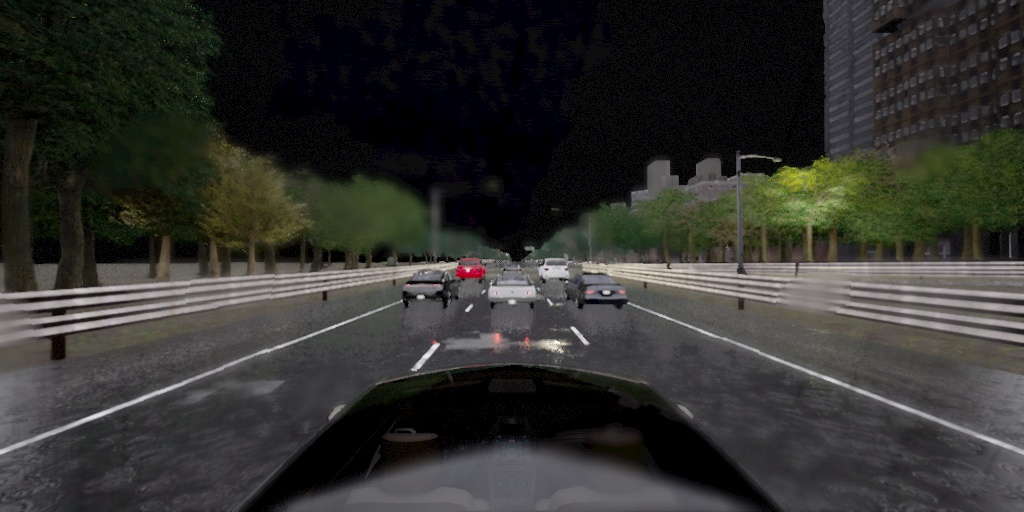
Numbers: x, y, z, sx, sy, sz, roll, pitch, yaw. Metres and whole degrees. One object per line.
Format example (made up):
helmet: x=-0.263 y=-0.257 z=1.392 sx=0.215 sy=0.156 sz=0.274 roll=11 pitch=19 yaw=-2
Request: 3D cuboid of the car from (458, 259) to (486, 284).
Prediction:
car: x=-3.473 y=1.238 z=30.869 sx=2.150 sy=2.045 sz=5.566 roll=0 pitch=0 yaw=0

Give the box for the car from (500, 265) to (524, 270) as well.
car: x=0.032 y=1.516 z=31.150 sx=2.128 sy=1.511 sz=4.902 roll=0 pitch=0 yaw=0

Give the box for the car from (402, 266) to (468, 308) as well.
car: x=-3.482 y=1.379 z=16.162 sx=2.128 sy=1.511 sz=4.902 roll=0 pitch=0 yaw=0

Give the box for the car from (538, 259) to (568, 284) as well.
car: x=3.528 y=1.238 z=30.874 sx=2.150 sy=2.045 sz=5.566 roll=0 pitch=0 yaw=0

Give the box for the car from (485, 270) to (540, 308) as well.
car: x=0.015 y=1.486 z=15.972 sx=1.895 sy=1.301 sz=4.718 roll=0 pitch=-1 yaw=0

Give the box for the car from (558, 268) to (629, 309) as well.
car: x=3.514 y=1.432 z=15.848 sx=2.033 sy=1.411 sz=5.357 roll=0 pitch=-1 yaw=0
